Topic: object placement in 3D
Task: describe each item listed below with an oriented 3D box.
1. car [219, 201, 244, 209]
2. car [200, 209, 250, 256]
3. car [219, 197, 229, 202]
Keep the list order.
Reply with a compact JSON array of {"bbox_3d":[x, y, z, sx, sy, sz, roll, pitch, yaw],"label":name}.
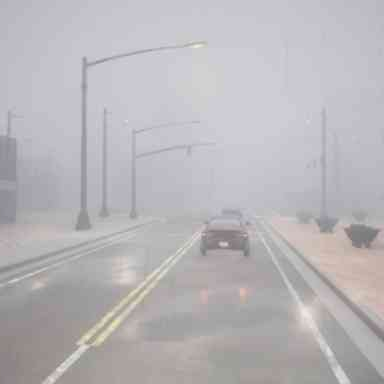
[{"bbox_3d":[3.471,1.807,28.673,1.812,1.442,4.674,0,0,8],"label":"car"},{"bbox_3d":[1.428,1.661,13.823,1.812,1.442,4.674,0,0,8],"label":"car"},{"bbox_3d":[8.134,2.376,88.244,1.812,1.442,4.674,0,-1,8],"label":"car"}]
